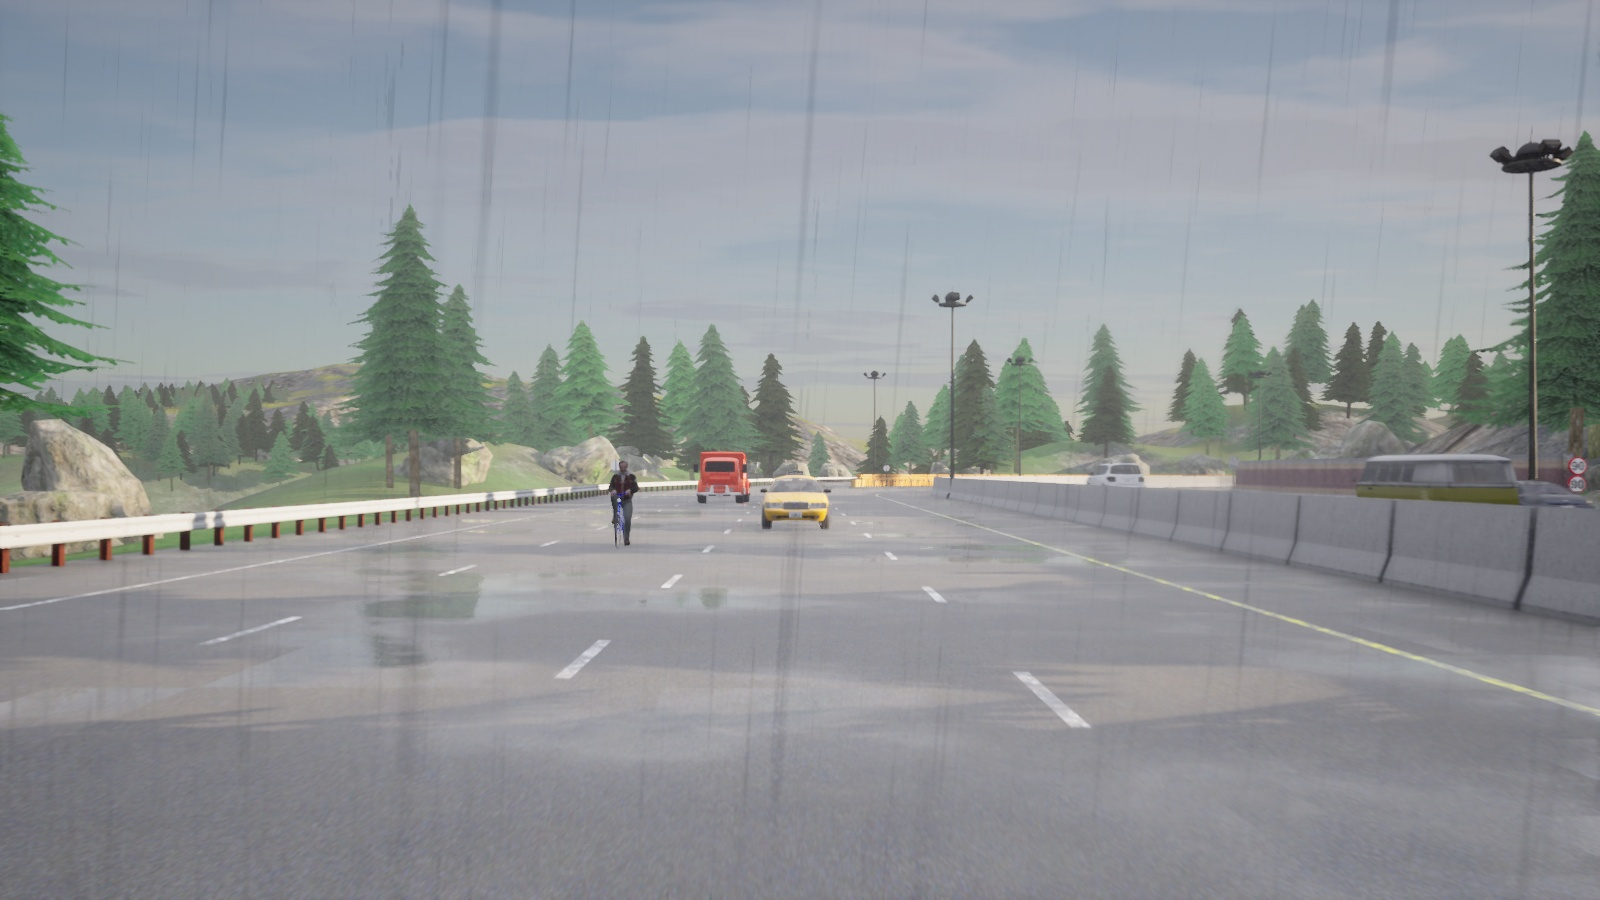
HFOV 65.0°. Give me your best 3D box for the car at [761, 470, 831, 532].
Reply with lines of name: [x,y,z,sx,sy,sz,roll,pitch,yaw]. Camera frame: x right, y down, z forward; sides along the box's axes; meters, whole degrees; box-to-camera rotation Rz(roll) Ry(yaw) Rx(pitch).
car: [-0.112,1.336,34.834,1.801,1.575,5.366,0,-1,0]

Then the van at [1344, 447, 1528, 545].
van: [13.922,0.978,27.814,1.775,1.987,4.442,0,-1,0]

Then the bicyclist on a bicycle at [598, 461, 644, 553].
bicyclist on a bicycle: [-3.566,1.121,25.155,0.659,1.776,1.843,0,-1,0]

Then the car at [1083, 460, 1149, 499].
car: [17.213,1.616,68.752,2.150,2.045,5.566,0,-1,0]

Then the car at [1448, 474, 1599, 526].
car: [20.880,1.405,36.394,1.994,1.385,4.181,0,-1,0]

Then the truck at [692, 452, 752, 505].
truck: [-3.750,1.366,61.096,2.627,2.467,5.204,0,-1,0]
